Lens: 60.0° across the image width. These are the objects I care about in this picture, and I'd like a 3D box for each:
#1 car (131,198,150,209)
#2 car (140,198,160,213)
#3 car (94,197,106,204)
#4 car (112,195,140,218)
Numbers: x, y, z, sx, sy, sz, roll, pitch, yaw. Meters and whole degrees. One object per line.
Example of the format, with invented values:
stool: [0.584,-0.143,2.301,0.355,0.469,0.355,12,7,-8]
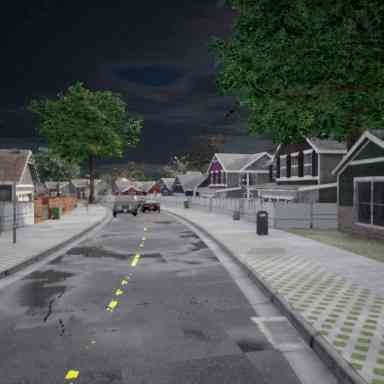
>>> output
car: [-7.445,1.631,47.731,1.837,1.490,4.892,0,0,-18]
car: [-4.824,1.559,38.019,1.882,1.535,5.008,0,0,-14]
car: [-19.549,1.794,70.560,2.128,1.511,4.902,0,0,-26]
car: [-6.347,1.287,31.568,2.150,2.045,5.566,0,0,-12]
